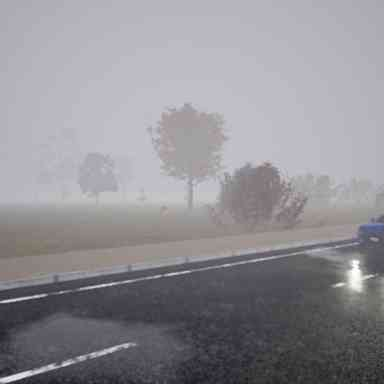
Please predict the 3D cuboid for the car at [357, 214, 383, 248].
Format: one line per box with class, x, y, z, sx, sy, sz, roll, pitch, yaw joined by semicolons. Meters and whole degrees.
car;8.966;1.537;14.112;5.008;1.535;1.882;0;0;-36
